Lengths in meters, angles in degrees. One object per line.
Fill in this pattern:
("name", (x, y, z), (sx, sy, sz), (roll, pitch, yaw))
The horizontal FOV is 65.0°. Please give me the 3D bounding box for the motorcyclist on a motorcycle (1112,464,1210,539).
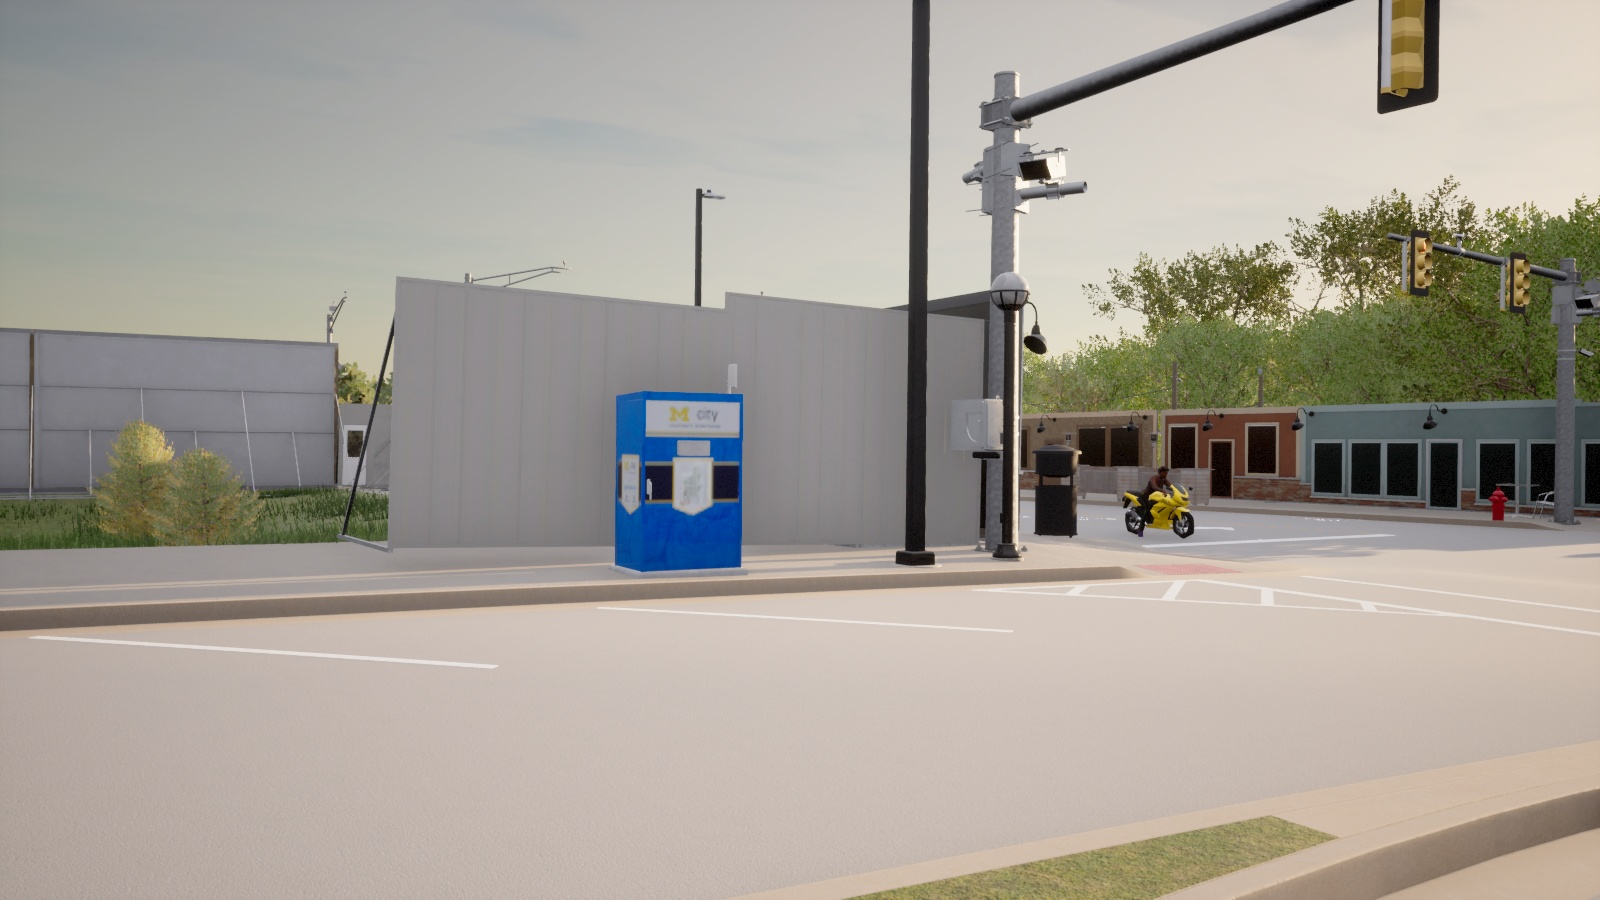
("motorcyclist on a motorcycle", (7.667, 1.065, 26.779), (0.797, 1.523, 2.044), (0, 0, -29))
